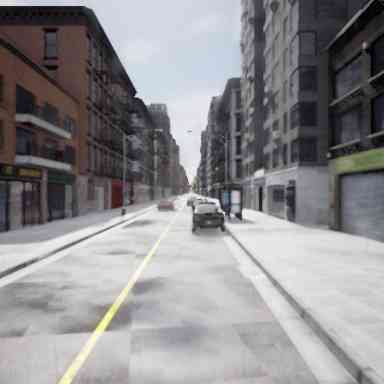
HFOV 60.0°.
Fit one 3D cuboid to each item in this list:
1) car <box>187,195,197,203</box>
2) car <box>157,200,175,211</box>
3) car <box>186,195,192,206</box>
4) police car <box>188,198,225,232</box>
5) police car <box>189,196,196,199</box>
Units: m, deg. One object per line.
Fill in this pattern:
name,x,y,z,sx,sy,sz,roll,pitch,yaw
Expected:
car,0.019,1.393,70.373,2.128,1.511,4.902,0,0,0
car,-3.077,1.593,39.862,1.895,1.301,4.718,0,0,0
car,0.015,1.537,55.373,2.033,1.411,5.357,0,0,0
police car,0.906,1.417,20.288,1.930,1.638,5.238,0,0,0
police car,0.908,1.417,30.289,1.930,1.638,5.238,0,0,0
